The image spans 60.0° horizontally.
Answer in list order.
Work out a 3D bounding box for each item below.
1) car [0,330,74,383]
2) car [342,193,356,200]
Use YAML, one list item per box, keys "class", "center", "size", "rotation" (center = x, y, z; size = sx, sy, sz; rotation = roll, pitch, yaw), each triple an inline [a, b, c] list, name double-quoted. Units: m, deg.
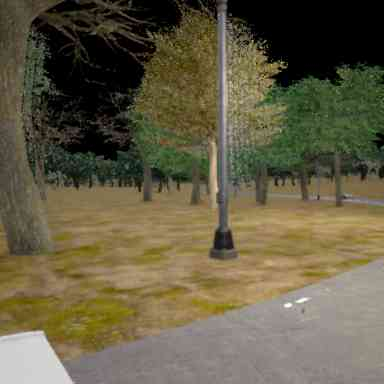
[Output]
- class: "car"
  center: [-2.938, 1.616, 1.422]
  size: [4.718, 1.301, 1.895]
  rotation: [0, 0, -35]
- class: "car"
  center: [35.105, 1.046, 75.268]
  size: [1.812, 1.442, 4.674]
  rotation: [-3, 1, -2]
